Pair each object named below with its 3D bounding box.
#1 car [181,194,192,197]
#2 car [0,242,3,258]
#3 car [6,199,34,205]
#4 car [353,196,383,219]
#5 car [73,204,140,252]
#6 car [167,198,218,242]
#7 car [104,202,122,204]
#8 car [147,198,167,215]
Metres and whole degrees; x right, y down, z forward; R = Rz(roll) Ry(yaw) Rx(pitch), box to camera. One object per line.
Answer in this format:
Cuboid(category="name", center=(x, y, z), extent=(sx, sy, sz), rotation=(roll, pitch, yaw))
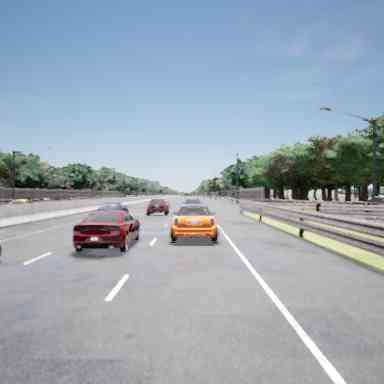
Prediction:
Cuboid(category="car", center=(0.089, 1.421, 34.656), extent=(2.097, 1.767, 4.553), rotation=(0, 0, 0))
Cuboid(category="car", center=(-6.917, 1.533, 8.624), extent=(1.812, 1.442, 4.674), rotation=(0, 0, 0))
Cuboid(category="car", center=(-17.545, 1.544, 33.939), extent=(1.882, 1.535, 5.008), rotation=(0, 0, 1))
Cuboid(category="car", center=(16.612, 1.332, 28.444), extent=(2.150, 2.045, 5.566), rotation=(0, -1, -21))
Cuboid(category="car", center=(-3.405, 1.492, 14.065), extent=(1.882, 1.535, 5.008), rotation=(0, 0, 0))
Cuboid(category="car", center=(0.094, 1.371, 16.557), extent=(2.097, 1.767, 4.553), rotation=(0, 0, 0))
Cuboid(category="car", center=(-6.909, 1.598, 29.178), extent=(2.033, 1.411, 5.357), rotation=(0, 0, 0))
Cuboid(category="car", center=(-3.410, 1.421, 34.631), extent=(2.097, 1.767, 4.553), rotation=(0, 0, 0))
